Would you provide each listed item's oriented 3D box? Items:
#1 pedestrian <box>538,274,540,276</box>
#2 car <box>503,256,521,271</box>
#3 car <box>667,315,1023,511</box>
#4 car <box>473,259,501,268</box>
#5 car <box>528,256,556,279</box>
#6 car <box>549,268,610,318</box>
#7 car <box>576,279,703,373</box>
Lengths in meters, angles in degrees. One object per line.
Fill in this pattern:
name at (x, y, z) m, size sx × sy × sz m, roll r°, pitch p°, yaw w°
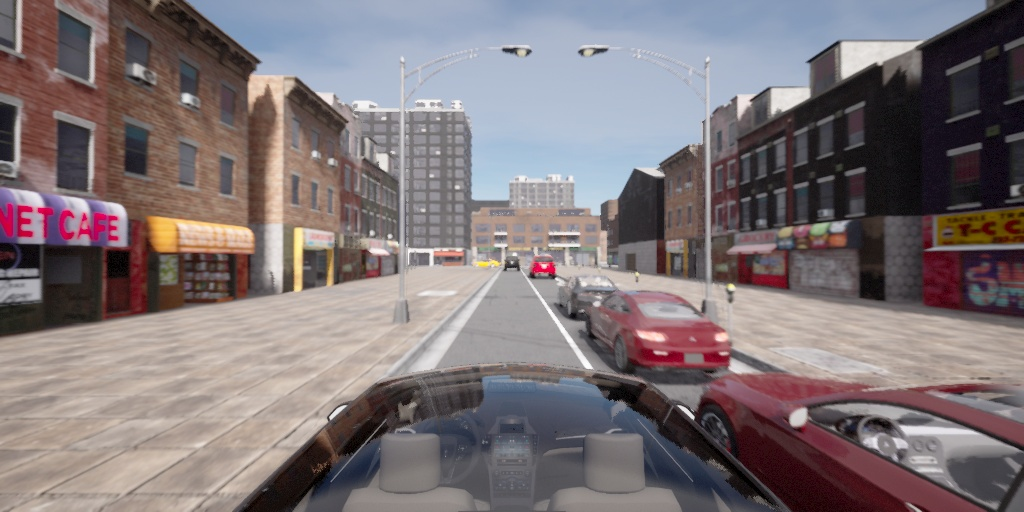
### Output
pedestrian at (2.740, 1.445, 36.318) m, size 0.500 × 1.100 × 0.500 m, roll 0°, pitch 0°, yaw 0°
car at (-0.002, 1.012, 49.011) m, size 2.150 × 2.045 × 5.566 m, roll 0°, pitch 0°, yaw 0°
car at (2.637, 1.332, 1.844) m, size 1.802 × 1.307 × 4.207 m, roll 0°, pitch 0°, yaw 0°
car at (-4.522, 1.300, 64.006) m, size 5.008 × 1.535 × 1.882 m, roll 0°, pitch 0°, yaw 14°
car at (2.741, 0.992, 33.062) m, size 2.150 × 2.045 × 5.566 m, roll 0°, pitch 0°, yaw 0°
car at (2.634, 1.302, 12.719) m, size 2.007 × 1.370 × 4.403 m, roll 0°, pitch 0°, yaw 0°
car at (2.636, 1.332, 7.281) m, size 1.802 × 1.307 × 4.207 m, roll 0°, pitch 0°, yaw 0°
